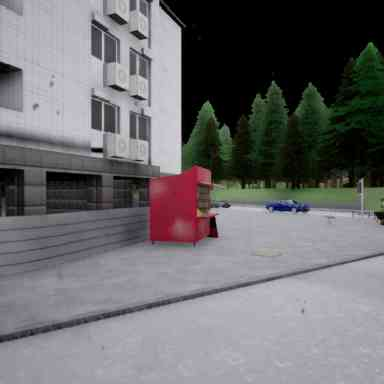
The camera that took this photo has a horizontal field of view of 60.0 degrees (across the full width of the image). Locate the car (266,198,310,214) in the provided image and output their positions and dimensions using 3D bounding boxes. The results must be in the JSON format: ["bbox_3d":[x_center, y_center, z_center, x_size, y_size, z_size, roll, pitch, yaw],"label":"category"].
[{"bbox_3d":[10.271,1.478,35.939,1.882,1.535,5.008,0,0,-35],"label":"car"}]

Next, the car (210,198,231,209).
[{"bbox_3d":[3.377,1.563,45.638,1.994,1.385,4.181,0,0,-35],"label":"car"}]
